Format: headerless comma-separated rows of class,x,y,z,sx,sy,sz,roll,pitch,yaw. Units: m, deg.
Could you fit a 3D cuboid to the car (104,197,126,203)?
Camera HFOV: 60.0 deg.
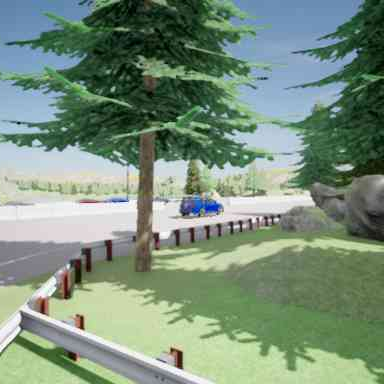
car,-14.175,1.744,60.270,1.882,1.535,5.008,0,0,36

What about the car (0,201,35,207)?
car,-21.042,1.805,38.592,2.033,1.411,5.357,0,0,35

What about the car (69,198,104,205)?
car,-16.454,1.739,51.086,1.882,1.535,5.008,0,0,35

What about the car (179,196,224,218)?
car,1.006,1.443,33.027,2.150,2.045,5.566,0,0,35

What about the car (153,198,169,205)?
car,-6.881,1.733,58.451,1.882,1.535,5.008,0,0,36

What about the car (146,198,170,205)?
car,-6.582,1.774,64.831,1.895,1.301,4.718,0,0,35
